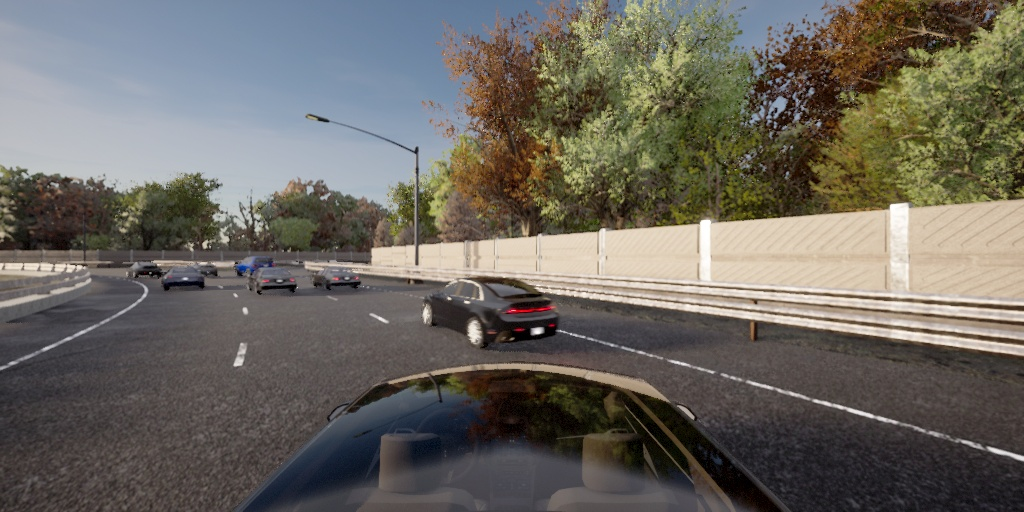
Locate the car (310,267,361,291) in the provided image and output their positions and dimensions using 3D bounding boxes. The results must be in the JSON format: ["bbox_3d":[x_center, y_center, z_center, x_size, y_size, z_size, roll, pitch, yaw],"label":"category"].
[{"bbox_3d":[-11.451,1.385,23.160,2.033,1.411,5.357,0,0,-41],"label":"car"}]

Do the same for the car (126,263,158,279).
[{"bbox_3d":[-36.238,1.391,35.269,4.892,1.490,1.837,0,-1,34],"label":"car"}]

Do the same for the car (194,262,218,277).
[{"bbox_3d":[-31.428,1.382,36.189,4.902,1.511,2.128,0,0,36],"label":"car"}]

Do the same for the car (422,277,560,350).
[{"bbox_3d":[-0.812,1.288,9.415,1.837,1.490,4.892,0,0,-34],"label":"car"}]

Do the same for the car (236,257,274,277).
[{"bbox_3d":[-26.369,1.115,36.860,5.566,2.045,2.150,0,0,38],"label":"car"}]

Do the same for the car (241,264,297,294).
[{"bbox_3d":[-14.018,1.376,20.844,2.033,1.411,5.357,0,0,-42],"label":"car"}]

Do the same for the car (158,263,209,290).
[{"bbox_3d":[-21.821,1.403,23.740,4.181,1.385,1.994,0,0,44],"label":"car"}]
